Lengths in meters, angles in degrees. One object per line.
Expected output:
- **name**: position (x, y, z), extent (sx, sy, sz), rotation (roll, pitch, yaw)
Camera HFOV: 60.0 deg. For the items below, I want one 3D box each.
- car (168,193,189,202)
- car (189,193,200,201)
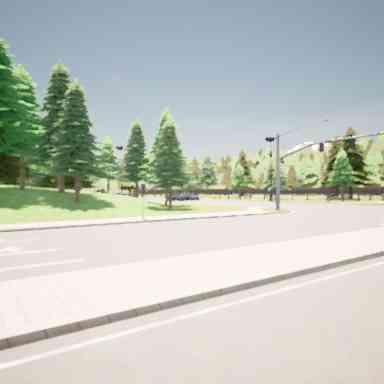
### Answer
- **car**: position (-3.262, 1.213, 67.999), extent (1.837, 1.490, 4.892), rotation (0, 1, -35)
- **car**: position (-0.304, 1.041, 69.880), extent (2.097, 1.767, 4.553), rotation (-1, 0, -35)
